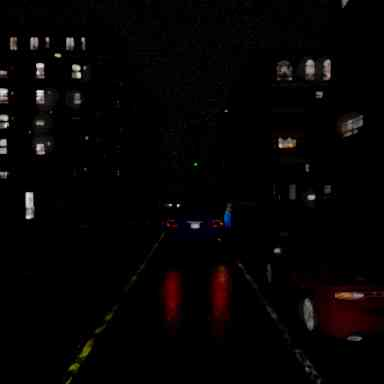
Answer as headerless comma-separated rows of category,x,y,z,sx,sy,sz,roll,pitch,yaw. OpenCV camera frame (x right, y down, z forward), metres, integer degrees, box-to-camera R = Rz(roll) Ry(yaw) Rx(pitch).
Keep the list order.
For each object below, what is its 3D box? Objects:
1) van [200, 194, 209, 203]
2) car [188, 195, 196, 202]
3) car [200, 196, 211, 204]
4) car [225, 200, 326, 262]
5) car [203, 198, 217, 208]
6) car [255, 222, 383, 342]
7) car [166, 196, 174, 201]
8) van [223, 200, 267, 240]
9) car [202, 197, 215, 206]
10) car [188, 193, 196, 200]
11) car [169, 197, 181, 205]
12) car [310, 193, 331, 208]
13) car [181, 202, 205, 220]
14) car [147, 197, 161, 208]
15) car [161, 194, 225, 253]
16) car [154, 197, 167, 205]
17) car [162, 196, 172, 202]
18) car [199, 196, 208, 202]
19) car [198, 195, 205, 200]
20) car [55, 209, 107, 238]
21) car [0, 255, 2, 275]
van,2.632,1.393,72.097,1.690,1.788,3.998,0,0,0
car,-0.056,1.578,79.456,1.812,1.442,4.674,0,0,0
car,2.638,1.591,66.573,1.887,1.381,4.507,0,0,0
car,2.675,1.320,12.081,2.192,1.841,5.009,0,0,0
car,2.650,1.611,50.003,1.802,1.307,4.206,0,0,0
car,2.680,1.547,6.552,1.887,1.381,4.507,0,0,0
car,-5.759,1.656,88.673,1.802,1.307,4.206,0,0,0
van,2.671,1.348,17.608,1.690,1.788,3.998,0,0,0
car,2.646,1.600,55.526,1.947,1.339,4.313,0,0,0
car,-0.062,1.262,89.433,2.097,1.767,4.553,0,0,0
car,-3.080,1.604,61.445,1.994,1.385,4.181,0,0,1
car,15.734,1.049,37.151,5.009,1.841,2.192,-1,1,0
car,0.081,1.614,29.193,1.895,1.301,4.718,0,0,0
car,-5.731,1.595,50.009,1.947,1.339,4.313,0,0,0
car,0.085,1.228,13.844,2.150,2.045,5.566,0,0,-1
car,-5.739,1.606,61.056,1.947,1.339,4.313,0,0,0
car,-5.751,1.604,77.627,1.887,1.381,4.507,0,0,0
car,2.630,1.625,77.620,1.947,1.339,4.313,0,0,0
car,2.617,1.606,94.360,1.752,1.417,4.829,-1,0,0
car,-5.708,1.590,17.603,1.802,1.307,4.206,0,0,0
car,-5.701,1.443,6.548,1.967,1.590,4.097,0,0,0
